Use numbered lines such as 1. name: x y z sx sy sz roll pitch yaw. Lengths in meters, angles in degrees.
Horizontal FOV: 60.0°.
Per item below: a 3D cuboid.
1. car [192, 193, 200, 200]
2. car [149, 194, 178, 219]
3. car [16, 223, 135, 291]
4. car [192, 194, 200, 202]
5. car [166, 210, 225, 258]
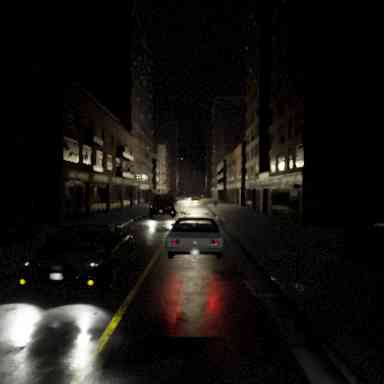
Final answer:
1. car: 0.974 1.214 88.898 2.097 1.767 4.553 0 0 1
2. car: -2.464 1.214 29.707 2.150 2.045 5.566 0 0 1
3. car: -2.768 1.547 8.827 1.994 1.385 4.181 0 0 1
4. car: 0.856 1.493 78.509 1.882 1.535 5.008 0 0 1
5. car: 0.123 1.606 12.711 1.895 1.301 4.718 0 0 1
